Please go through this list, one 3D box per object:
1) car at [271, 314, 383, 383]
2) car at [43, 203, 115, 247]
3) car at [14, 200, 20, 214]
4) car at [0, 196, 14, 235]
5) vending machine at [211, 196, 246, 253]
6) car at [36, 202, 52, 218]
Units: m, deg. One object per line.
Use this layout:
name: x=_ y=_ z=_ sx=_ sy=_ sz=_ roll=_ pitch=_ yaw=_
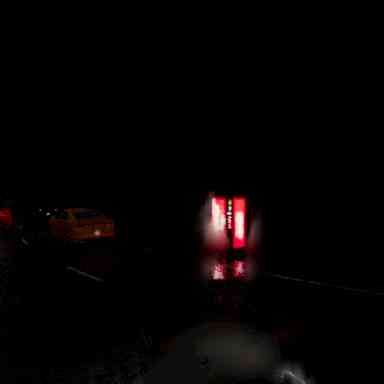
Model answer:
car: x=2.864 y=1.525 z=2.153 sx=4.674 sy=1.442 sz=1.812 roll=0 pitch=0 yaw=35
car: x=-5.154 y=1.477 z=15.163 sx=1.882 sy=1.535 sz=5.008 roll=0 pitch=0 yaw=-35
car: x=-18.969 y=1.478 z=34.317 sx=1.882 sy=1.535 sz=5.008 roll=0 pitch=0 yaw=-26
car: x=-11.067 y=1.221 z=18.170 sx=2.150 sy=2.045 sz=5.566 roll=0 pitch=0 yaw=-28
vending machine: x=1.423 y=1.195 z=12.958 sx=1.100 sy=2.100 sz=0.880 roll=0 pitch=0 yaw=-43
car: x=-13.398 y=1.600 z=30.754 sx=1.895 sy=1.301 sz=4.718 roll=0 pitch=0 yaw=-26
